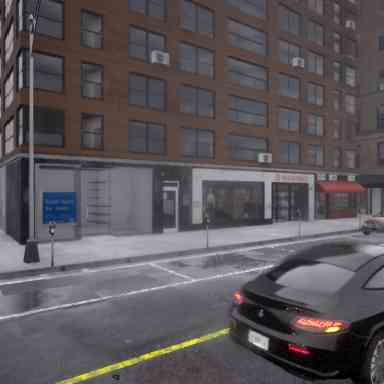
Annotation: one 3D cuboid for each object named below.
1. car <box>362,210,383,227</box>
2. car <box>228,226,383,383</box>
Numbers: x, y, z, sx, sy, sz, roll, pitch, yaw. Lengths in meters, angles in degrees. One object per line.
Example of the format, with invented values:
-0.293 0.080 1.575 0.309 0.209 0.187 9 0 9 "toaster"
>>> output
10.616 1.582 17.470 4.206 1.307 1.802 0 0 -35 "car"
2.638 1.525 5.160 4.674 1.442 1.812 0 0 -35 "car"
